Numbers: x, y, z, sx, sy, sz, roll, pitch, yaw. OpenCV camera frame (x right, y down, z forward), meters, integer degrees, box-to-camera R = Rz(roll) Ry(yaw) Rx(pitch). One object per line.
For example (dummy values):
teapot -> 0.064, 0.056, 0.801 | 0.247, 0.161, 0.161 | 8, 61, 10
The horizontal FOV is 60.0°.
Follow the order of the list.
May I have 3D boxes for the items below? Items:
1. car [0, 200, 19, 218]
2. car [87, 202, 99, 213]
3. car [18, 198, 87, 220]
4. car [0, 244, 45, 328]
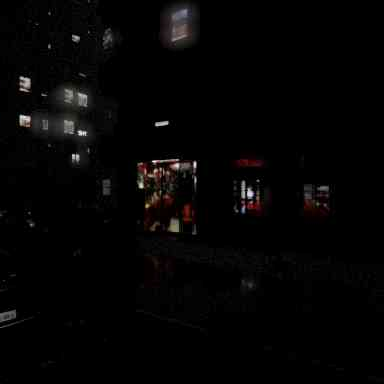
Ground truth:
car -> -13.963, 1.350, 26.072 | 2.008, 1.369, 4.403 | 1, 1, 35
car -> -10.867, 1.250, 30.492 | 1.752, 1.417, 4.829 | 1, 1, 35
car -> -10.811, 1.338, 26.077 | 1.994, 1.385, 4.181 | 0, 1, 35
car -> -4.430, 1.551, 6.047 | 4.403, 1.369, 2.008 | 0, 0, 36
